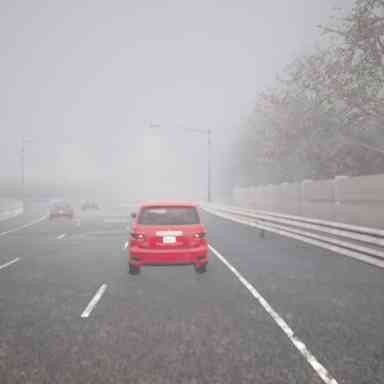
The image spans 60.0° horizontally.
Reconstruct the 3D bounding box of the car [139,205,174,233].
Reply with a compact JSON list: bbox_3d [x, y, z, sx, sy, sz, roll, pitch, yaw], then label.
[{"bbox_3d":[-2.392,1.636,21.394,1.812,1.442,4.674,0,0,-11],"label":"car"}]

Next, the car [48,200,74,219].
[{"bbox_3d":[-12.194,1.738,31.327,1.994,1.385,4.181,0,0,-18],"label":"car"}]

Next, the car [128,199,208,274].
[{"bbox_3d":[-0.833,1.279,10.936,2.150,2.045,5.566,0,0,-6],"label":"car"}]

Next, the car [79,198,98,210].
[{"bbox_3d":[-14.527,1.605,46.535,2.097,1.767,4.553,0,0,-25],"label":"car"}]

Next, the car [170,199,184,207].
[{"bbox_3d":[-2.627,1.904,60.347,1.895,1.301,4.718,0,0,6],"label":"car"}]
